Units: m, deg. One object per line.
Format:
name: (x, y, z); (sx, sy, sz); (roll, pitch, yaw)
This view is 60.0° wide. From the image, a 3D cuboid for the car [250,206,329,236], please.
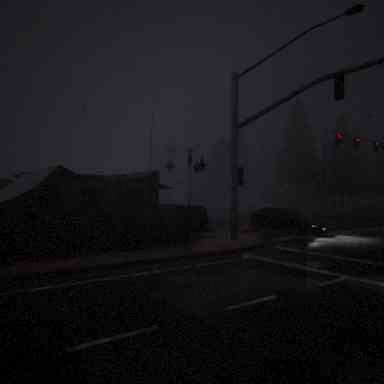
car: (5.638, 1.653, 19.747); (1.837, 1.490, 4.892); (1, 1, -37)
